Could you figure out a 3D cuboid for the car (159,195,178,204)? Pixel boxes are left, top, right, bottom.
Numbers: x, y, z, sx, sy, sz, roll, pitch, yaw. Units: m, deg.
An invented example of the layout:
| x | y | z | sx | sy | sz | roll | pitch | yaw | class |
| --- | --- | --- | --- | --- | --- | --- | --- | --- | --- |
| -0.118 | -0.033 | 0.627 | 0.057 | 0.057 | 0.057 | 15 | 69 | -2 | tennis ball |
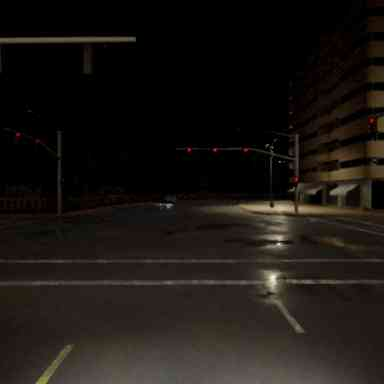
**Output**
| x | y | z | sx | sy | sz | roll | pitch | yaw | class |
| --- | --- | --- | --- | --- | --- | --- | --- | --- | --- |
| -3.999 | 1.316 | 58.198 | 1.812 | 1.442 | 4.674 | 0 | 0 | 21 | car |
